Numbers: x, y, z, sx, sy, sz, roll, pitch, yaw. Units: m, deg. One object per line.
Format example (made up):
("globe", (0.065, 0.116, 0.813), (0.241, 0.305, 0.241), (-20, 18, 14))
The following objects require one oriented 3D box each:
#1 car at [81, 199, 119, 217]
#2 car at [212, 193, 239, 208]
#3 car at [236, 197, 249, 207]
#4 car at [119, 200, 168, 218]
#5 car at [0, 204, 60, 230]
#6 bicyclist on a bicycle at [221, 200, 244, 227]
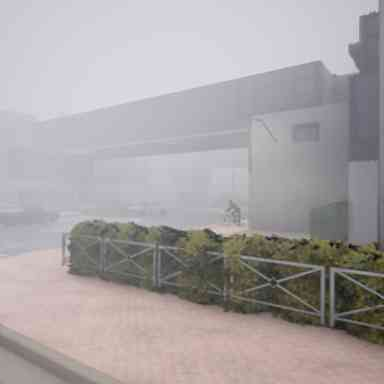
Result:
("car", (-8.073, 1.473, 31.346), (1.882, 1.535, 5.008), (0, 0, 36))
("car", (5.155, 1.218, 49.733), (2.150, 2.045, 5.566), (0, 0, 36))
("car", (8.813, 1.597, 48.811), (1.895, 1.301, 4.718), (0, 0, 36))
("car", (-4.153, 1.522, 30.810), (1.812, 1.442, 4.674), (0, 0, 36))
("car", (-11.052, 1.597, 21.162), (1.895, 1.301, 4.718), (0, 0, 36))
("bicyclist on a bicycle", (2.463, 1.302, 20.320), (1.656, 1.620, 0.582), (0, 0, 36))
